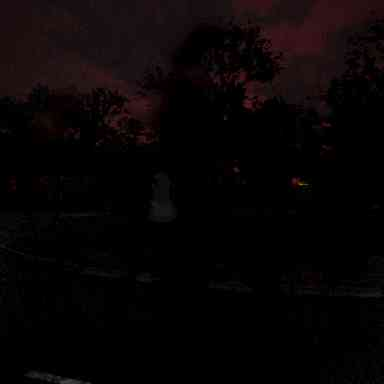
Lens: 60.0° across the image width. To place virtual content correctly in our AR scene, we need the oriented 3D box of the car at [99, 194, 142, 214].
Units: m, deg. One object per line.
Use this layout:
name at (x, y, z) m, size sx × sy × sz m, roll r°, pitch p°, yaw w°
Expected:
car at (-7.287, 1.291, 36.552) m, size 5.566 × 2.045 × 2.150 m, roll 0°, pitch -1°, yaw -39°
